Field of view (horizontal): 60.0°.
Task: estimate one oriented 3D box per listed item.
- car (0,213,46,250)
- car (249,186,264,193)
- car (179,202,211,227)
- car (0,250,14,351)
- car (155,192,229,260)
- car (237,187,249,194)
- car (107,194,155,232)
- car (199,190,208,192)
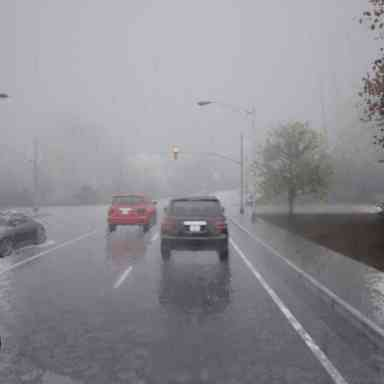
[{"bbox_3d":[-7.089,1.492,12.202,1.994,1.385,4.181,0,0,0],"label":"car"},{"bbox_3d":[17.480,-0.319,88.025,1.895,1.301,4.718,0,4,33],"label":"car"},{"bbox_3d":[0.229,1.453,22.858,1.994,1.385,4.181,0,0,2],"label":"car"},{"bbox_3d":[-3.407,1.546,2.541,1.994,1.385,4.181,0,0,0],"label":"car"},{"bbox_3d":[0.084,1.147,12.300,2.150,2.045,5.566,0,0,0],"label":"car"},{"bbox_3d":[13.911,-0.495,88.895,2.097,1.767,4.553,0,4,33],"label":"car"},{"bbox_3d":[-3.347,1.121,19.555,2.150,2.045,5.566,0,0,1],"label":"car"},{"bbox_3d":[2.710,0.341,82.965,2.128,1.511,4.902,0,3,25],"label":"car"}]
